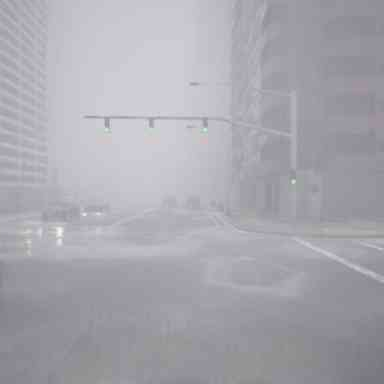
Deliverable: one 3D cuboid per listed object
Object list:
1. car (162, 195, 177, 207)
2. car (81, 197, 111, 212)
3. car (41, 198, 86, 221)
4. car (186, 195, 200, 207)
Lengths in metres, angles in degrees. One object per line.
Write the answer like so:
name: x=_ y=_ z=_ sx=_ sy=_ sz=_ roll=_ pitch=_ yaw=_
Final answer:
car: x=-3.401 y=1.290 z=51.379 sx=2.097 sy=1.767 sz=4.553 roll=0 pitch=0 yaw=0
car: x=-10.589 y=1.481 z=37.518 sx=1.812 sy=1.442 sz=4.674 roll=0 pitch=0 yaw=0
car: x=-10.599 y=1.472 z=27.259 sx=1.837 sy=1.490 sz=4.892 roll=0 pitch=0 yaw=0
car: x=0.104 y=1.289 z=51.509 sx=2.097 sy=1.767 sz=4.553 roll=0 pitch=0 yaw=0
